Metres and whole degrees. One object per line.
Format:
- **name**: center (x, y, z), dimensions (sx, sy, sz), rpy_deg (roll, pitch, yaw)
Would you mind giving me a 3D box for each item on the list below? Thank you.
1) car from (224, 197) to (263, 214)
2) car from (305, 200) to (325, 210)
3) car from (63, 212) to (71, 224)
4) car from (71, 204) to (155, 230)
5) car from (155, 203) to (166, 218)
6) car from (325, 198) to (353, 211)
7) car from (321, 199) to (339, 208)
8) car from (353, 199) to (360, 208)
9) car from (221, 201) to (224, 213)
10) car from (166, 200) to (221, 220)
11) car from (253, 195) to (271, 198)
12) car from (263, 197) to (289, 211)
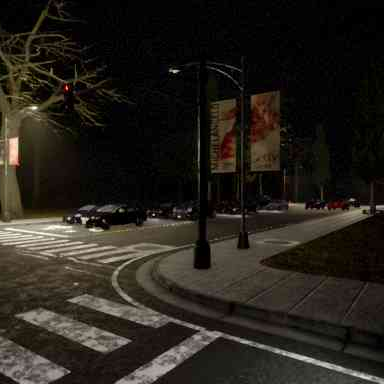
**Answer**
- **car**: center (5.878, 1.680, 37.283), dimensions (1.837, 1.490, 4.892), rpy_deg (0, 0, 35)
- **car**: center (17.797, 1.823, 48.247), dimensions (1.812, 1.442, 4.674), rpy_deg (0, 0, 35)
- **car**: center (-7.228, 1.637, 24.312), dimensions (1.994, 1.385, 4.181), rpy_deg (0, 0, 36)
- **car**: center (-5.016, 1.566, 21.793), dimensions (2.128, 1.511, 4.902), rpy_deg (0, 0, 35)
- **car**: center (-1.903, 1.666, 31.861), dimensions (2.033, 1.411, 5.357), rpy_deg (0, 0, 35)
- **car**: center (20.617, 1.658, 46.614), dimensions (2.097, 1.767, 4.553), rpy_deg (0, 0, 35)
- **car**: center (23.481, 1.915, 56.354), dimensions (1.812, 1.442, 4.674), rpy_deg (0, -1, 35)
- **car**: center (26.370, 1.891, 54.801), dimensions (2.128, 1.511, 4.902), rpy_deg (0, -1, 35)
- **car**: center (3.821, 1.776, 40.013), dimensions (1.895, 1.301, 4.718), rpy_deg (0, 0, 35)
- **car**: center (0.229, 1.472, 29.252), dimensions (2.097, 1.767, 4.553), rpy_deg (0, 0, 35)
- **car**: center (9.899, 1.471, 48.582), dimensions (2.150, 2.045, 5.566), rpy_deg (0, 0, 38)
- **car**: center (11.823, 1.771, 45.678), dimensions (1.812, 1.442, 4.674), rpy_deg (0, 0, 36)
